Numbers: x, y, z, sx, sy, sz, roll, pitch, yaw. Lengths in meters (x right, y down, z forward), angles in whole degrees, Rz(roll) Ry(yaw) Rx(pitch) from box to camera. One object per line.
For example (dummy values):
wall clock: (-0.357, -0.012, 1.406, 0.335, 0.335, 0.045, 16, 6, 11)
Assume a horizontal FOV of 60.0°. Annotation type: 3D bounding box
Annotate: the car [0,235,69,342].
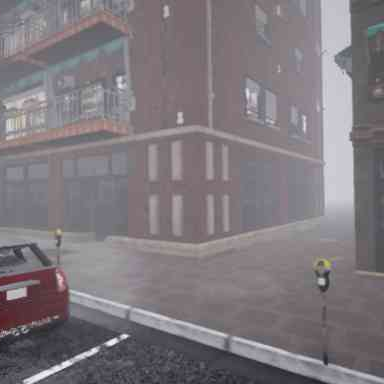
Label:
car: (-4.003, 1.435, 5.748, 4.097, 1.590, 1.967, 0, -1, 36)
